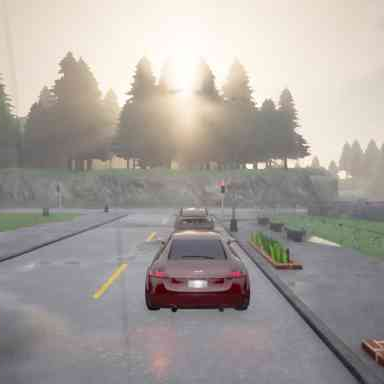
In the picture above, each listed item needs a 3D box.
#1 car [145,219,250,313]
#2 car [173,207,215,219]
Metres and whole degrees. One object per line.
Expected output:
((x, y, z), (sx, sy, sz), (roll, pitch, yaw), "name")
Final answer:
((0.103, 1.564, 7.774), (1.994, 1.385, 4.181), (0, 0, 0), "car")
((0.105, 1.505, 16.686), (1.837, 1.490, 4.892), (0, 0, 0), "car")
